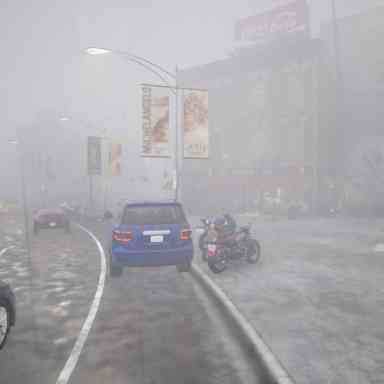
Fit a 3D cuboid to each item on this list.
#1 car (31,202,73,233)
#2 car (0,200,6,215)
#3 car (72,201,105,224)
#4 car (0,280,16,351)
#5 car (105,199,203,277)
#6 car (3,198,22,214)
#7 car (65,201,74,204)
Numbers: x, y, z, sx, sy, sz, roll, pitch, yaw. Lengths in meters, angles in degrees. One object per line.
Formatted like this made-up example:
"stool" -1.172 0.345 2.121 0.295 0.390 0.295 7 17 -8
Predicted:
"car" -8.328 1.519 19.534 1.812 1.442 4.674 0 0 -26
"car" -15.017 1.478 23.962 2.128 1.511 4.902 0 0 -34
"car" -7.348 1.590 24.614 1.895 1.301 4.718 0 0 -28
"car" -3.464 1.502 3.136 1.837 1.490 4.892 1 0 -4
"car" -1.533 1.219 10.591 2.150 2.045 5.566 0 0 -15
"car" -18.973 1.440 33.839 1.801 1.575 5.366 0 0 -45
"car" -10.641 1.512 29.304 2.002 1.452 4.674 0 0 -38
